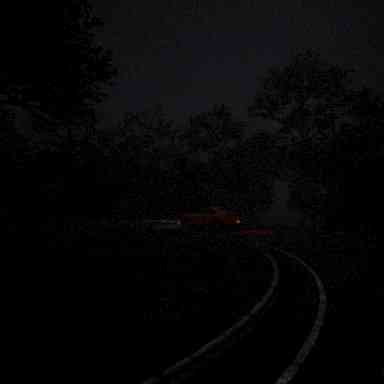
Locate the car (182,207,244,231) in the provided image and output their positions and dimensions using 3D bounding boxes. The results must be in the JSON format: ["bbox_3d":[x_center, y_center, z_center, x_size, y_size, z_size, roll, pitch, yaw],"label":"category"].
[{"bbox_3d":[1.339,1.814,23.671,1.882,1.535,5.008,1,-2,-43],"label":"car"}]
